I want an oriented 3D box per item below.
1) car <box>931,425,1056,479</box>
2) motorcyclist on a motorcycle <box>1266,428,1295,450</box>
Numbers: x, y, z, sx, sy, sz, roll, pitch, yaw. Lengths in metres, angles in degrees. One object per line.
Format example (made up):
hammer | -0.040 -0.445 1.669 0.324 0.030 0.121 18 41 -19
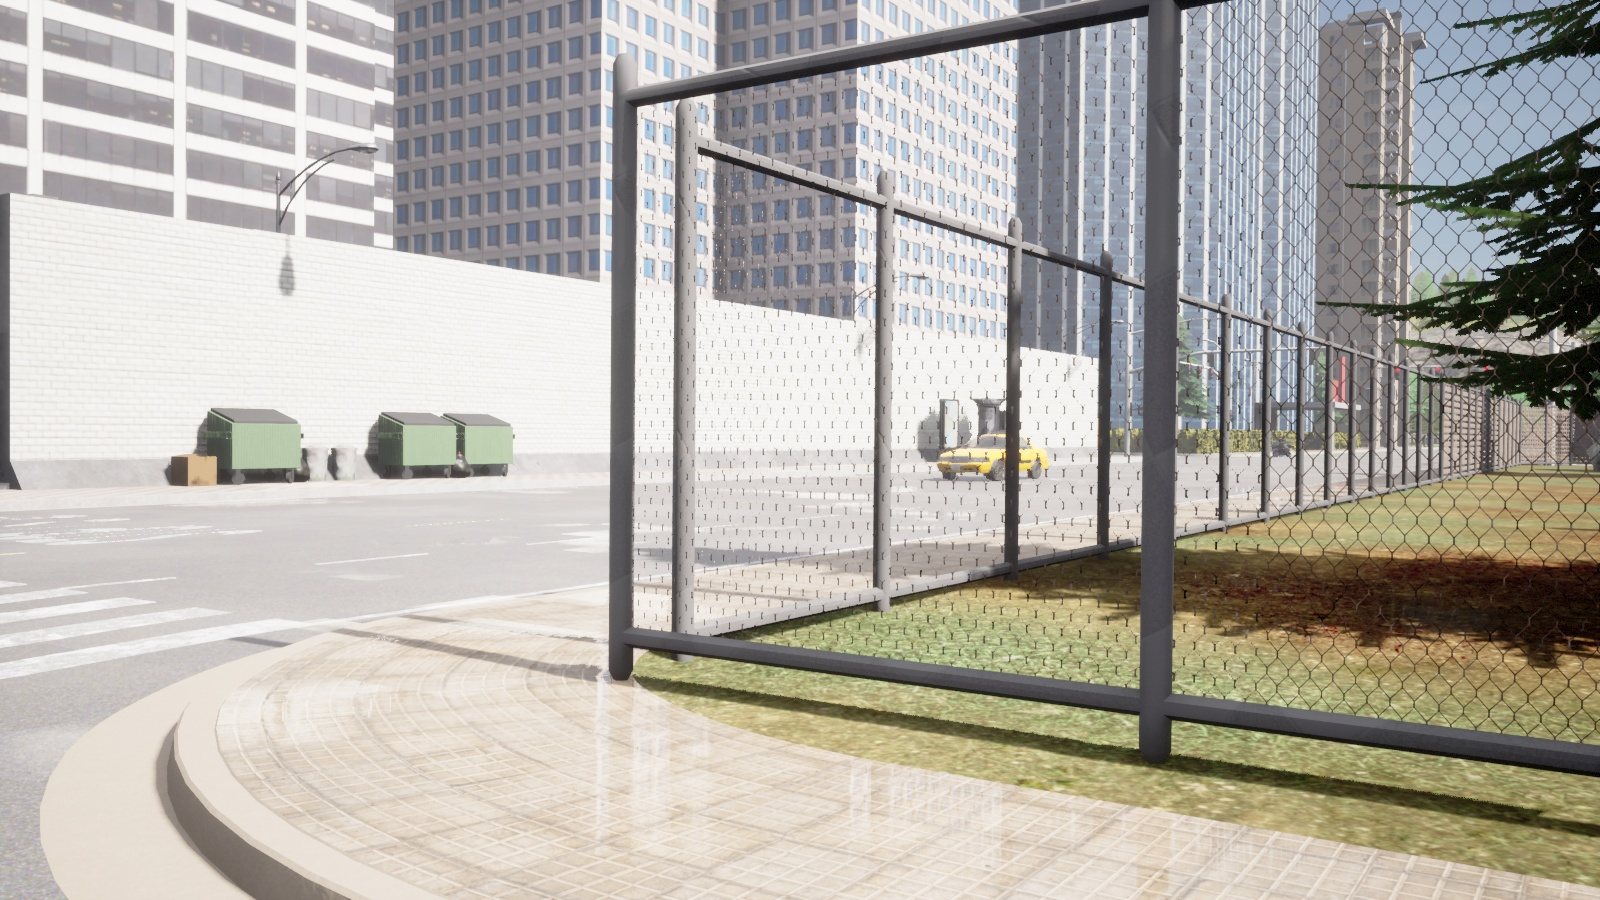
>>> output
car | 6.182 0.018 39.614 1.801 1.575 5.366 0 1 34
motorcyclist on a motorcycle | 34.782 -0.813 90.860 2.191 1.530 0.866 -2 0 -36
